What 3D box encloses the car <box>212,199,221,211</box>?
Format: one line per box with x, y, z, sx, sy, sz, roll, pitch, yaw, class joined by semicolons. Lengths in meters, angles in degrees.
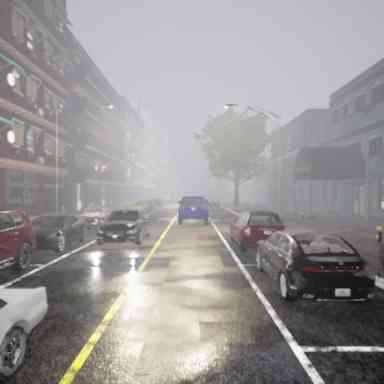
2.684;1.633;42.297;2.008;1.369;4.403;0;0;0;car

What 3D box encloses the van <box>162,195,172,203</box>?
-5.701;1.508;70.783;1.690;1.788;3.998;0;0;0;van

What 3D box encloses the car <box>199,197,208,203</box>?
2.680;1.753;76.476;1.947;1.339;4.313;0;0;0;car

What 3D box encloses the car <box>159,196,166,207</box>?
-5.698;1.678;53.691;1.947;1.339;4.313;0;0;0;car

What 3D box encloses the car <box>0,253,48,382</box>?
-3.071;1.605;2.683;1.895;1.301;4.718;0;0;0;car

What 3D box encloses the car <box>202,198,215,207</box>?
2.682;1.657;53.689;1.887;1.381;4.507;0;0;0;car

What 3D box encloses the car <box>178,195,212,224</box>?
0.096;1.266;25.262;2.150;2.045;5.566;0;0;0;car

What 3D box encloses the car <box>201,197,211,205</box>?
2.681;1.730;65.083;1.802;1.307;4.206;0;0;0;car

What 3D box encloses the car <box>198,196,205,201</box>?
2.678;1.816;93.566;1.947;1.339;4.313;0;0;0;car

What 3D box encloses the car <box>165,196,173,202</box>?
-5.701;1.790;82.176;1.802;1.307;4.206;0;0;0;car

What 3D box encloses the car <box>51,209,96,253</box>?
-5.694;1.587;13.815;1.947;1.339;4.313;0;0;0;car

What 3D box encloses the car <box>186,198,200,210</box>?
0.096;1.615;45.191;1.812;1.442;4.674;0;0;0;car

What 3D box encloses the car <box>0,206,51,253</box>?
-5.694;1.327;8.118;2.192;1.841;5.009;0;0;0;car

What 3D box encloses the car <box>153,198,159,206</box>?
-5.697;1.627;42.299;1.887;1.381;4.507;0;0;0;car

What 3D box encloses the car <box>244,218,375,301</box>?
2.688;1.563;8.117;2.008;1.369;4.403;0;0;0;car

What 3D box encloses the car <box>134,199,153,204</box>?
-5.697;1.594;36.432;1.752;1.417;4.829;0;0;0;car

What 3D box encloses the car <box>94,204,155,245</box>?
-3.072;1.529;15.687;1.837;1.490;4.892;0;0;0;car

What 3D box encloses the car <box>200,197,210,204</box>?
2.680;1.712;70.780;1.887;1.381;4.507;0;0;0;car

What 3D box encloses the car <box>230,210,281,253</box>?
2.687;1.462;13.814;1.967;1.590;4.097;0;0;0;car

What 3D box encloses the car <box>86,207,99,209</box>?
-5.694;1.583;19.511;2.008;1.369;4.403;0;0;0;car
